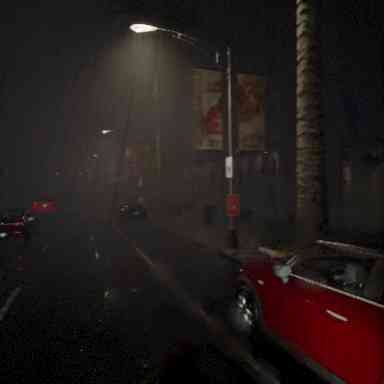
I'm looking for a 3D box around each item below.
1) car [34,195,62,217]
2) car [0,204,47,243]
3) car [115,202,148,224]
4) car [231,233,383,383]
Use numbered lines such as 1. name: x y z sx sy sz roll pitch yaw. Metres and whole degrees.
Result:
1. car: -13.784 1.332 31.808 2.150 2.045 5.566 -1 0 -18
2. car: -8.556 1.569 16.075 2.128 1.511 4.902 -1 0 -18
3. car: -4.600 1.515 25.080 2.161 1.482 4.786 -1 0 -19
4. car: 2.245 1.313 4.245 2.185 1.767 4.553 -1 0 -19
